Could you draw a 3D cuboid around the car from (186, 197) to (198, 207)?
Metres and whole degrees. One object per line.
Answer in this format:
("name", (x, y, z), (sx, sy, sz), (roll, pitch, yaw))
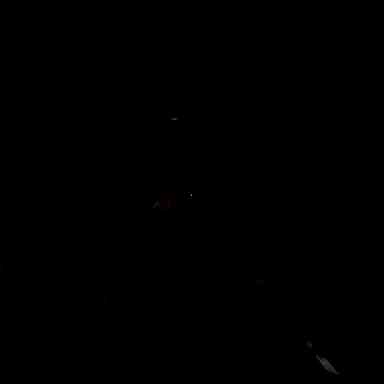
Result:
("car", (0.092, 1.718, 56.523), (1.837, 1.490, 4.892), (0, 0, 0))

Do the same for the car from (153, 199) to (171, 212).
("car", (-3.593, 1.570, 40.770), (1.882, 1.535, 5.008), (0, 0, 0))

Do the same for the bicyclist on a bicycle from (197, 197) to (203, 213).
("bicyclist on a bicycle", (0.958, 1.453, 38.707), (0.659, 1.776, 1.843), (0, 0, 0))

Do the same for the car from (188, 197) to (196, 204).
("car", (-0.005, 1.899, 73.925), (1.882, 1.535, 5.008), (0, -1, 0))

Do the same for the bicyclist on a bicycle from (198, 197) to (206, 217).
("bicyclist on a bicycle", (0.960, 1.422, 29.777), (0.659, 1.776, 1.843), (0, 0, 0))
